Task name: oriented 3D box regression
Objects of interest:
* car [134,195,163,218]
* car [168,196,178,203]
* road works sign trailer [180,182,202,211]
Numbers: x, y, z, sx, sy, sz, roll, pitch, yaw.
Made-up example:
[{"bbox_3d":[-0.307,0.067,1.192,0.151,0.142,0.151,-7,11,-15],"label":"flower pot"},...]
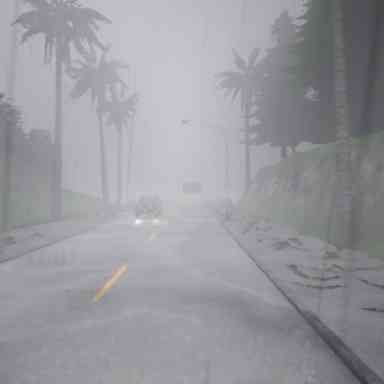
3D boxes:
[{"bbox_3d":[-4.061,1.304,31.805,2.150,2.045,5.566,0,-1,0],"label":"car"},{"bbox_3d":[-3.979,1.629,71.498,1.837,1.490,4.892,0,0,0],"label":"car"},{"bbox_3d":[0.012,0.566,41.591,2.380,3.560,2.880,0,0,0],"label":"road works sign trailer"}]
